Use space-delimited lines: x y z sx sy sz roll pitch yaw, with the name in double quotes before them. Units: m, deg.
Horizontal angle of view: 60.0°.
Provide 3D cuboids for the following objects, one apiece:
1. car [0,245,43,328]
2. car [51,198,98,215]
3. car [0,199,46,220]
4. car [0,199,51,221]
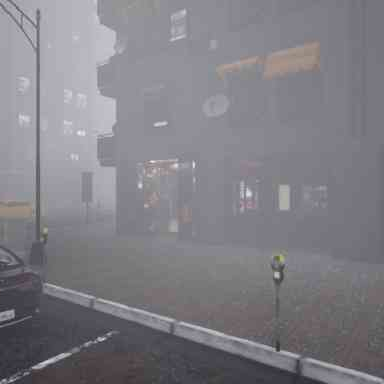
"car" -4.465 1.551 6.056 4.403 1.369 2.008 0 0 35
"car" -10.944 1.250 30.490 1.752 1.417 4.829 1 1 35
"car" -14.033 1.350 26.064 2.008 1.369 4.403 1 1 35
"car" -12.818 1.301 23.111 1.882 1.535 5.008 0 1 33
